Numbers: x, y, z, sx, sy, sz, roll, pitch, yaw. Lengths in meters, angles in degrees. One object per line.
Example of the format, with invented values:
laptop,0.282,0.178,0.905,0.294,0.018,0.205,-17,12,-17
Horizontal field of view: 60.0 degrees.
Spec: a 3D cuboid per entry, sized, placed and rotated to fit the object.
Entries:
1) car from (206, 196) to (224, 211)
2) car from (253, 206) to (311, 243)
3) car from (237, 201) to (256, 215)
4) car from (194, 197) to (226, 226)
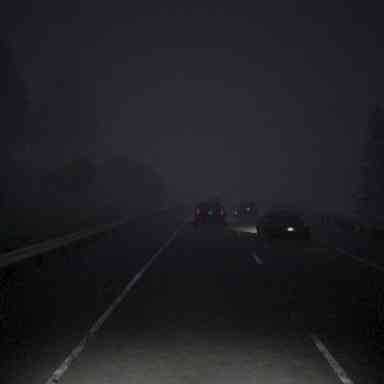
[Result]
car,2.926,1.389,41.900,2.097,1.767,4.553,0,0,6
car,4.392,1.593,16.407,1.994,1.385,4.181,0,0,3
car,5.624,1.608,34.009,1.994,1.385,4.181,0,0,5
car,1.320,1.371,23.562,2.097,1.767,4.553,0,0,4
